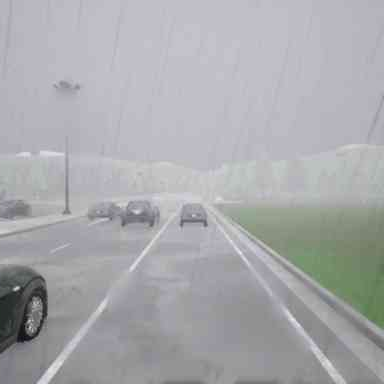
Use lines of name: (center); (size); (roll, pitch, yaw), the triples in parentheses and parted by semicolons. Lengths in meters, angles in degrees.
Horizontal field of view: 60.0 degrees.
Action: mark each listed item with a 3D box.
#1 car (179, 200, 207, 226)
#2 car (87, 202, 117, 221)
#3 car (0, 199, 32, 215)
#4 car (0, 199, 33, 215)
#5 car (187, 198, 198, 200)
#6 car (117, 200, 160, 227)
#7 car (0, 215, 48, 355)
car: (0.103, 1.506, 23.075); (2.033, 1.411, 5.357); (0, 0, 0)
car: (-6.897, 1.499, 26.847); (2.033, 1.411, 5.357); (0, 0, 0)
car: (-15.061, 1.443, 27.397); (2.128, 1.511, 4.902); (0, 0, 0)
car: (-18.497, 1.455, 34.207); (1.837, 1.490, 4.892); (0, 0, 0)
car: (0.092, 1.453, 40.295); (1.812, 1.442, 4.674); (0, 0, 0)
car: (-3.397, 1.311, 22.762); (2.097, 1.767, 4.553); (0, 0, 0)
car: (-3.393, 1.345, 3.601); (2.097, 1.767, 4.553); (0, 0, 0)
